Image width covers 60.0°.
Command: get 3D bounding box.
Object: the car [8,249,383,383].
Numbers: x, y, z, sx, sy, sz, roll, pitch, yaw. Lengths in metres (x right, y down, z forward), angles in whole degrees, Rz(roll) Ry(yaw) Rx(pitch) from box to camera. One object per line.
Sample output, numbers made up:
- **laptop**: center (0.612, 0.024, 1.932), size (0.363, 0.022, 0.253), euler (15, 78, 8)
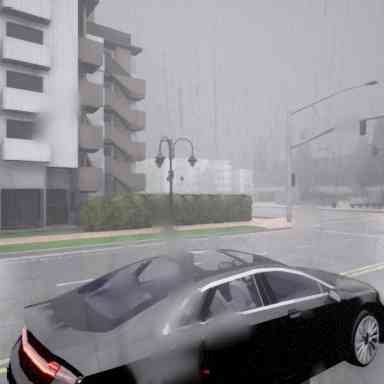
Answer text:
- **car**: center (0.520, 1.491, 4.128), size (4.902, 1.511, 2.128), euler (0, 0, -35)
